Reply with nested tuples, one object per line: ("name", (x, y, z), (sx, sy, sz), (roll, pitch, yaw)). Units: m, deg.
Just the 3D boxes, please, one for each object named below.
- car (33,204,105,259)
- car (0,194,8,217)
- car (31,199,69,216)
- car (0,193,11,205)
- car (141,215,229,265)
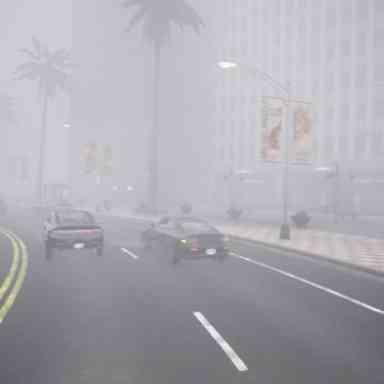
("car", (-4.542, 1.405, 12.297), (2.128, 1.511, 4.902), (1, 0, -27))
("car", (-16.377, 1.165, 26.667), (4.902, 1.511, 2.128), (1, 0, 44))
("car", (-11.151, 1.276, 26.429), (2.128, 1.511, 4.902), (1, 0, -45))
("car", (-26.773, 0.948, 45.224), (4.892, 1.521, 2.231), (1, 0, 43))
("car", (-0.384, 1.528, 11.687), (1.812, 1.442, 4.674), (1, 0, -24))
